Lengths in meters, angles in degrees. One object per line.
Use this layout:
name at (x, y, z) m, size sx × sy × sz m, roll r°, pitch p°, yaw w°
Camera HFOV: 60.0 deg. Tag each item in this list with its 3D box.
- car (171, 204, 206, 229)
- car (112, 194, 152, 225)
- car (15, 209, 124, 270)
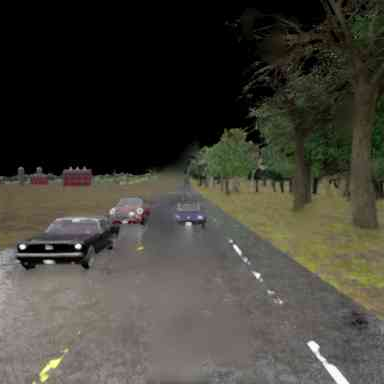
car at (-0.201, 1.320, 19.509) m, size 1.895 × 1.301 × 4.718 m, roll 0°, pitch 1°, yaw -1°
car at (-3.800, 1.066, 21.066) m, size 2.097 × 1.767 × 4.553 m, roll 0°, pitch 1°, yaw 0°
car at (-3.700, 1.471, 10.781) m, size 1.895 × 1.301 × 4.718 m, roll 0°, pitch 1°, yaw -1°
